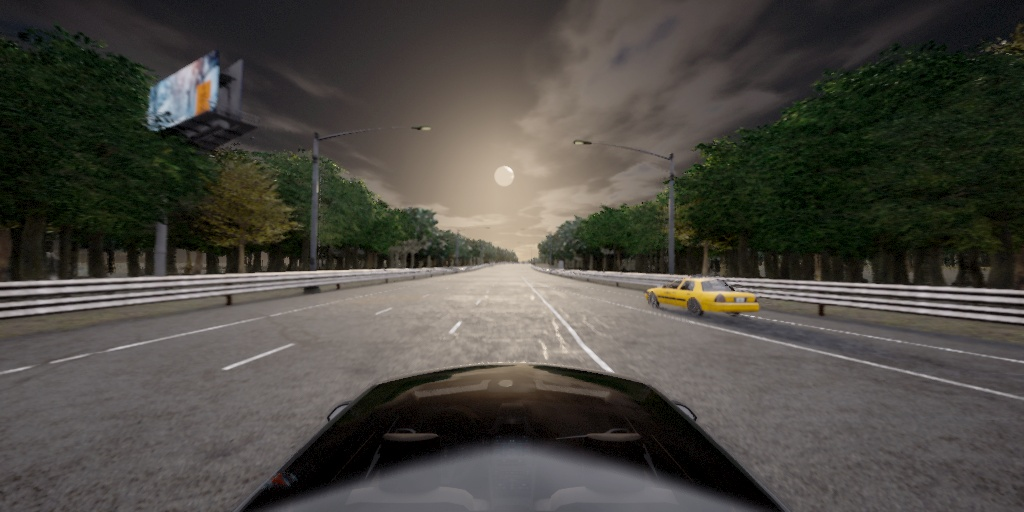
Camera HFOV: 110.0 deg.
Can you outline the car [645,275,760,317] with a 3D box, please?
[{"bbox_3d":[7.568,1.579,15.029,1.801,1.575,5.366,1,-2,-9],"label":"car"}]
